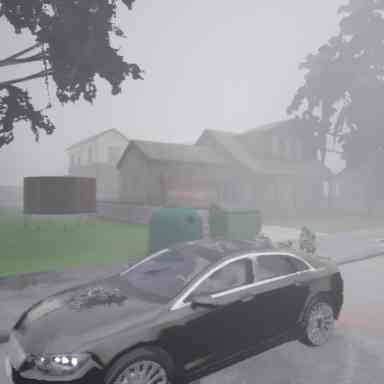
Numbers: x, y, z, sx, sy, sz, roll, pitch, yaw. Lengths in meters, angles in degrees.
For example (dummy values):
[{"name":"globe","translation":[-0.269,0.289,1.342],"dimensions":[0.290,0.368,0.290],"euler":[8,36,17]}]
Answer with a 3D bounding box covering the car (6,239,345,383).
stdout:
[{"name":"car","translation":[0.188,1.490,4.708],"dimensions":[4.902,1.511,2.128],"euler":[0,0,-35]}]
